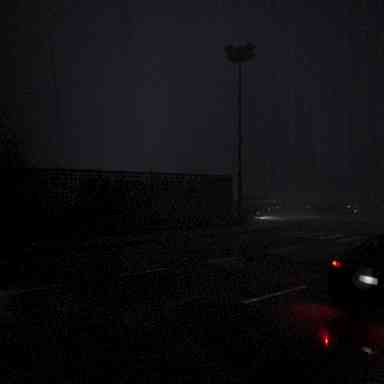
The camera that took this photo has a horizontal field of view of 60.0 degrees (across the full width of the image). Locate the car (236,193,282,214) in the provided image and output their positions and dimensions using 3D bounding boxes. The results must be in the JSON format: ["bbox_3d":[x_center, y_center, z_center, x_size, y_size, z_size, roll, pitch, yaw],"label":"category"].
[{"bbox_3d":[6.634,1.166,34.267,2.150,2.045,5.566,0,0,-35],"label":"car"}]

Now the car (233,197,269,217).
[{"bbox_3d":[4.303,1.492,31.509,2.033,1.411,5.357,0,0,-35],"label":"car"}]

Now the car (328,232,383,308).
[{"bbox_3d":[4.835,1.564,7.186,4.181,1.385,1.994,0,0,-35],"label":"car"}]

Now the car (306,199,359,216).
[{"bbox_3d":[13.092,1.449,31.328,1.837,1.490,4.892,1,-1,-31],"label":"car"}]
